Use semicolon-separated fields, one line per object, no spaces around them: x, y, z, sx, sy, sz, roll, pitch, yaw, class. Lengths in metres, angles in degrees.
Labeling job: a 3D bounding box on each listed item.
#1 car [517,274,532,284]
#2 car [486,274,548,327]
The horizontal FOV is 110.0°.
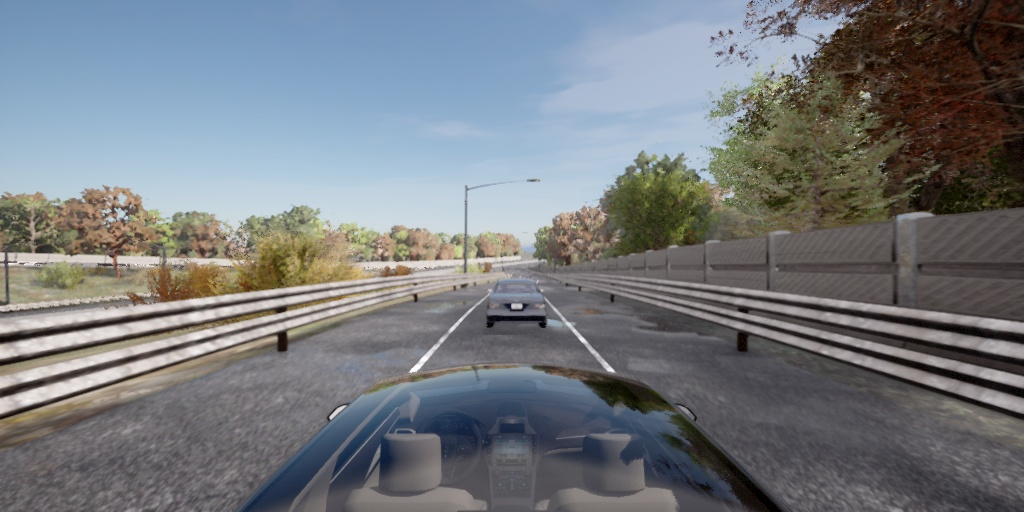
1.813;3.152;49.384;1.895;1.301;4.718;0;-3;4;car
0.144;1.466;12.165;2.033;1.411;5.357;0;-1;0;car
